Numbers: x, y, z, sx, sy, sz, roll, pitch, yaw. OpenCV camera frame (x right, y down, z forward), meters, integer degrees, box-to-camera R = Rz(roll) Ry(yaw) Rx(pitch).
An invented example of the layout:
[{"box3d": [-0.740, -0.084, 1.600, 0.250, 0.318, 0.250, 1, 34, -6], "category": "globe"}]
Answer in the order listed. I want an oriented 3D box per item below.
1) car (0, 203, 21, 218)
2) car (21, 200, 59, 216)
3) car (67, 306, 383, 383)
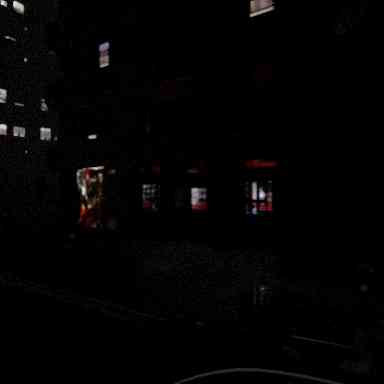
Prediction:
[{"box3d": [-17.690, 1.616, 28.687, 2.008, 1.369, 4.403, 0, 1, 35], "category": "car"}, {"box3d": [-14.600, 1.516, 33.112, 1.752, 1.417, 4.829, 0, 1, 35], "category": "car"}, {"box3d": [0.878, 1.555, 2.247, 4.403, 1.369, 2.008, -1, 0, 36], "category": "car"}]
